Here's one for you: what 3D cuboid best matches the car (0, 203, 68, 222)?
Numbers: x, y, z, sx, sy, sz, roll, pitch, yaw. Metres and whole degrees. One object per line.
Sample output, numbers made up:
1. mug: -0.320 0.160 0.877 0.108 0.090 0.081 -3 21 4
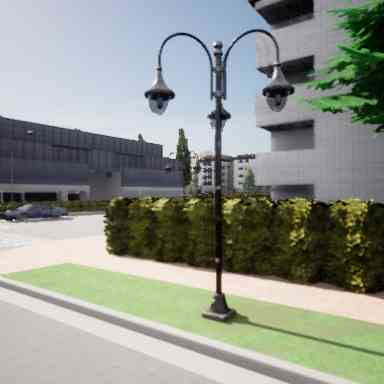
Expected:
1. car: -13.118 1.667 27.782 2.033 1.411 5.357 0 0 36
